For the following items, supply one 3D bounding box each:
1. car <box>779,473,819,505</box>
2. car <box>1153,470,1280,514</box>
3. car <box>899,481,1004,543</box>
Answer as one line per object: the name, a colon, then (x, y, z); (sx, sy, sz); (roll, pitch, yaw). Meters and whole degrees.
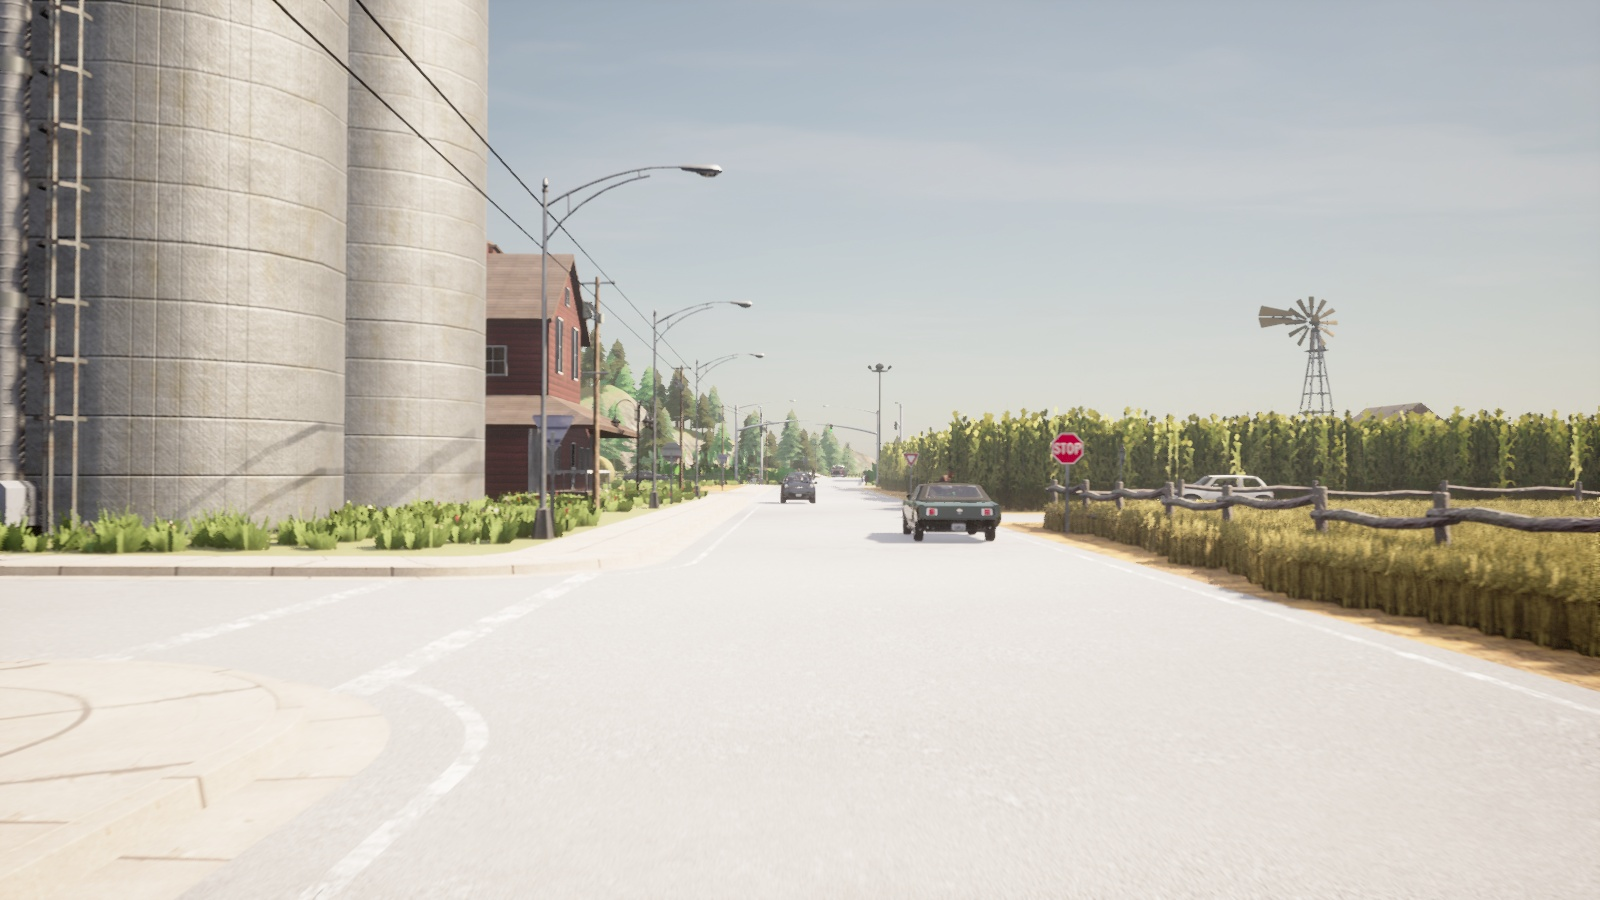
car: (-0.074, 1.837, 60.210); (1.845, 1.501, 3.633); (0, -1, -1)
car: (14.661, 1.464, 44.342); (3.806, 1.475, 1.970); (0, -1, 0)
car: (3.473, 1.397, 29.638); (1.895, 1.301, 4.718); (0, -1, 0)
